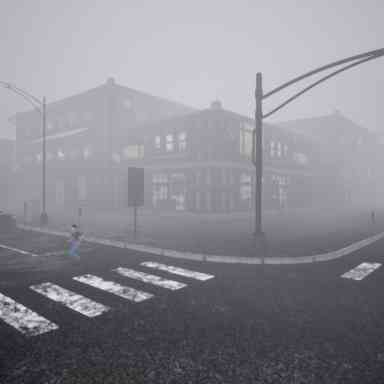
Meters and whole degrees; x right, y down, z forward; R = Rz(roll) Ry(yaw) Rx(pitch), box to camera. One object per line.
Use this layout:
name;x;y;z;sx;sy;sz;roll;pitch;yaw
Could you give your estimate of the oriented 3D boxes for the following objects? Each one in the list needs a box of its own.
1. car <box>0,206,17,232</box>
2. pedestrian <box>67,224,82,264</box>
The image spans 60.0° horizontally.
car;-10.441;1.337;16.990;4.206;1.307;1.802;1;0;40
pedestrian;-3.371;1.450;9.695;0.375;1.300;0.375;0;-1;40
